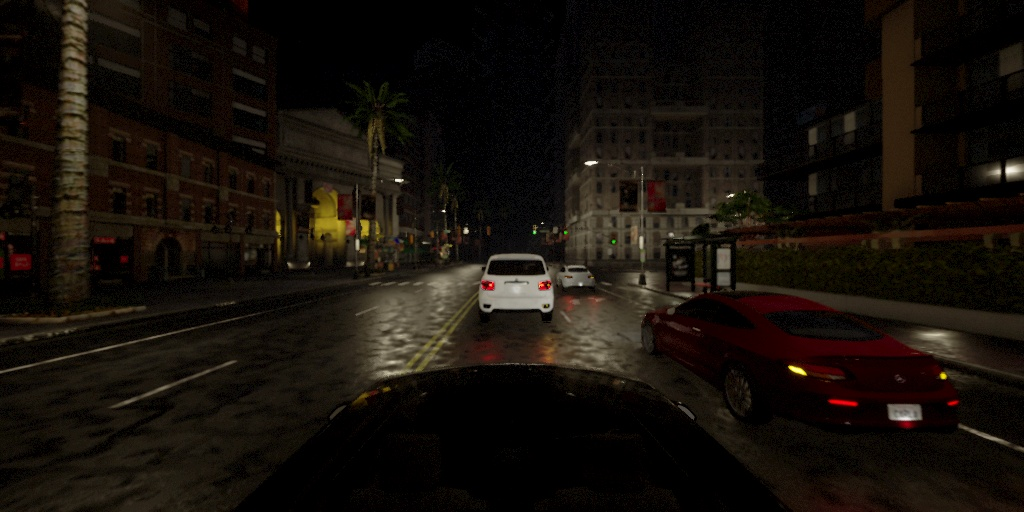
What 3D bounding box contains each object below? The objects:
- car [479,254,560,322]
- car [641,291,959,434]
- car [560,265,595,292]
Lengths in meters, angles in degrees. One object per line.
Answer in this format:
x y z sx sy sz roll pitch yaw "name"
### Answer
0.108 0.957 12.303 2.150 2.045 5.566 0 0 0 "car"
3.612 1.270 5.602 1.812 1.442 4.674 0 0 0 "car"
3.665 1.249 21.100 1.812 1.442 4.674 0 0 2 "car"
